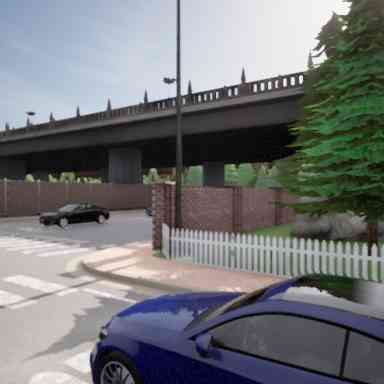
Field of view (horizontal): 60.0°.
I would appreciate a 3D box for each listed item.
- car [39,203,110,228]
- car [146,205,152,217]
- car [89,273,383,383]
[{"bbox_3d":[-8.020,1.527,23.074,1.882,1.535,5.008,0,0,35],"label":"car"},{"bbox_3d":[-2.269,1.402,31.407,2.097,1.767,4.553,0,0,35],"label":"car"},{"bbox_3d":[1.065,1.526,3.011,4.674,1.442,1.812,0,0,36],"label":"car"}]
